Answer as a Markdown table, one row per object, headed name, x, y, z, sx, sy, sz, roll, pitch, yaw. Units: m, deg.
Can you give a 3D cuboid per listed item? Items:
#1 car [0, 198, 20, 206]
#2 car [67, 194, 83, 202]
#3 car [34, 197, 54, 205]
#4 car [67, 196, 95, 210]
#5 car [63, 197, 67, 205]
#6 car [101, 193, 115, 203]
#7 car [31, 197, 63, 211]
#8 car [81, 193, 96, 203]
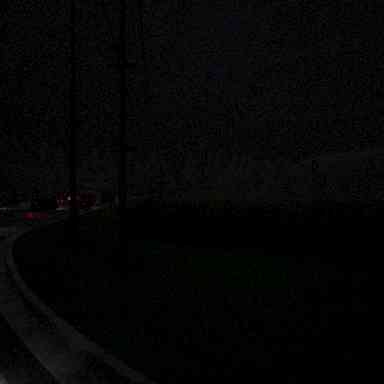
| name | x | y | z | sx | sy | sz | roll | pitch | yaw |
| --- | --- | --- | --- | --- | --- | --- | --- | --- | --- |
| car | -29.518 | 1.580 | 53.713 | 1.895 | 1.301 | 4.718 | 0 | 0 | -6 |
| car | -24.179 | 1.287 | 68.961 | 1.882 | 1.535 | 5.008 | 0 | 0 | -6 |
| car | -26.666 | 1.579 | 60.067 | 1.895 | 1.301 | 4.718 | 0 | 0 | -6 |
| car | -14.332 | 1.549 | 43.120 | 1.994 | 1.385 | 4.181 | 0 | 0 | -6 |
| car | -23.140 | 1.580 | 59.042 | 1.895 | 1.301 | 4.718 | 0 | 0 | -6 |
| car | -16.825 | 1.203 | 66.901 | 2.150 | 2.045 | 5.566 | 0 | 0 | -6 |
| car | -17.482 | 1.478 | 39.574 | 2.128 | 1.511 | 4.902 | 0 | 0 | -6 |
| car | -20.054 | 1.199 | 64.128 | 2.150 | 2.045 | 5.566 | 0 | 0 | -6 |
